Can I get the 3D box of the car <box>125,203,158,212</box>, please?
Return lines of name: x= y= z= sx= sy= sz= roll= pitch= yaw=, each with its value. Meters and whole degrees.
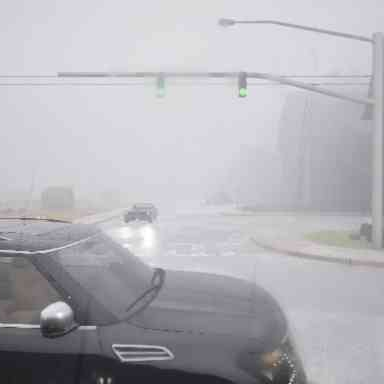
car: x=-3.656 y=1.505 z=24.311 sx=1.895 sy=1.301 sz=4.718 roll=0 pitch=0 yaw=0

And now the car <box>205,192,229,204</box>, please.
car: x=3.997 y=0.953 z=52.919 sx=1.905 sy=1.878 sz=3.866 roll=-8 pitch=4 yaw=-42

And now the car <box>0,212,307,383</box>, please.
car: x=-1.730 y=1.330 z=3.413 sx=5.566 sy=2.045 sz=2.150 roll=0 pitch=0 yaw=1
